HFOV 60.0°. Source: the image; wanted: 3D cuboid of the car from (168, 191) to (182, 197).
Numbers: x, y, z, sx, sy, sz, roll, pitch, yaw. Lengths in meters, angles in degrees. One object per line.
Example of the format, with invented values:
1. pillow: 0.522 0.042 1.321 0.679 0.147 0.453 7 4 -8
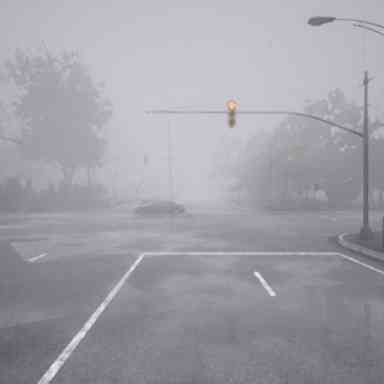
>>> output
1. car: -3.660 1.110 69.329 2.097 1.767 4.553 0 0 -2

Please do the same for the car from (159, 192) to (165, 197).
1. car: -7.149 1.234 68.993 1.882 1.535 5.008 0 0 -2

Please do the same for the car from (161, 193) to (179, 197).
1. car: -3.528 1.378 54.072 1.812 1.442 4.674 0 0 0

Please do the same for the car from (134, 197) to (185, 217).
1. car: -2.929 1.453 30.272 4.674 1.442 1.812 0 0 -3

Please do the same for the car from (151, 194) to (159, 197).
1. car: -7.028 1.418 53.758 1.994 1.385 4.181 0 0 0
